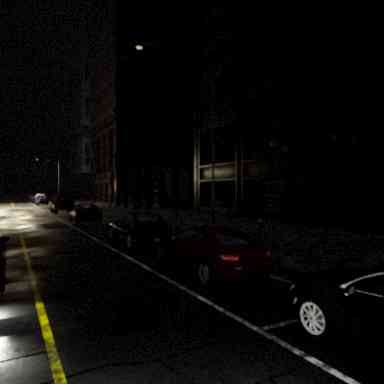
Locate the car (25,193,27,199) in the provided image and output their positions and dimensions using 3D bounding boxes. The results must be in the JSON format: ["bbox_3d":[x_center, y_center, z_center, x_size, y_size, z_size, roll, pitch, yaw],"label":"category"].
[{"bbox_3d":[-37.573,1.409,78.312,2.008,1.369,4.403,0,0,-29],"label":"car"}]

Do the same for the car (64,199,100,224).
[{"bbox_3d":[-7.713,1.482,23.977,1.887,1.381,4.507,0,0,-29],"label":"car"}]

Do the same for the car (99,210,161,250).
[{"bbox_3d":[-2.284,1.509,14.099,2.008,1.369,4.403,0,0,-29],"label":"car"}]

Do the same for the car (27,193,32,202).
[{"bbox_3d":[-32.145,1.310,68.433,1.967,1.590,4.097,0,0,-29],"label":"car"}]

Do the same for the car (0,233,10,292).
[{"bbox_3d":[-5.713,1.506,8.377,1.812,1.442,4.674,0,0,-29],"label":"car"}]

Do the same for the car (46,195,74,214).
[{"bbox_3d":[-13.143,1.233,33.855,2.192,1.841,5.009,0,0,-29],"label":"car"}]

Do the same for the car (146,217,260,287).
[{"bbox_3d":[0.430,1.552,9.159,1.802,1.307,4.206,0,0,-29],"label":"car"}]

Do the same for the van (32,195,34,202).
[{"bbox_3d":[-26.716,1.223,58.553,1.690,1.788,3.998,0,0,-29],"label":"van"}]

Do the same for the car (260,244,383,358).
[{"bbox_3d":[3.145,1.533,4.220,2.008,1.369,4.403,0,0,-29],"label":"car"}]

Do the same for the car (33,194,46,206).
[{"bbox_3d":[-24.083,1.413,53.763,1.752,1.417,4.829,0,0,-29],"label":"car"}]

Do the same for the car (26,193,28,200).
[{"bbox_3d":[-34.941,1.389,73.521,1.752,1.417,4.829,0,0,-29],"label":"car"}]
